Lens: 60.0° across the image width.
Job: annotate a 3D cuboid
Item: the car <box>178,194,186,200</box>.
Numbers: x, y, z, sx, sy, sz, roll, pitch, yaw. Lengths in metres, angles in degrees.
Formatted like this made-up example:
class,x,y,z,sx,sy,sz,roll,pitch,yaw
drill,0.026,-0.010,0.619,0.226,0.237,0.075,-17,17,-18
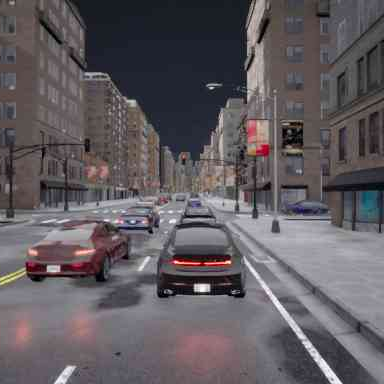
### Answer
class,x,y,z,sx,sy,sz,roll,pitch,yaw
car,-2.542,1.244,85.699,1.882,1.535,5.008,0,0,0

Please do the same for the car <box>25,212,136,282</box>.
class,x,y,z,sx,sy,sz,roll,pitch,yaw
car,-3.026,1.526,9.636,1.812,1.442,4.674,0,0,1

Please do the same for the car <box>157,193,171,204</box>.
class,x,y,z,sx,sy,sz,roll,pitch,yaw
car,-5.996,1.181,64.806,2.150,2.045,5.566,0,0,1

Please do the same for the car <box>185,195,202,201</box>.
class,x,y,z,sx,sy,sz,roll,pitch,yaw
car,0.369,1.504,46.314,1.812,1.442,4.674,0,0,2

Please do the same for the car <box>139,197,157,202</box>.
class,x,y,z,sx,sy,sz,roll,pitch,yaw
car,-6.211,1.581,44.134,1.895,1.301,4.718,0,0,0

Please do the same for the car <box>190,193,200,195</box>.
class,x,y,z,sx,sy,sz,roll,pitch,yaw
car,0.676,1.164,81.534,2.150,2.045,5.566,0,0,0

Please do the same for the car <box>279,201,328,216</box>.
class,x,y,z,sx,sy,sz,roll,pitch,yaw
car,11.117,1.600,33.166,4.674,1.442,1.812,0,-1,0

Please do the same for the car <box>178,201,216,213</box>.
class,x,y,z,sx,sy,sz,roll,pitch,yaw
car,0.291,1.490,17.896,2.128,1.511,4.902,0,0,-1

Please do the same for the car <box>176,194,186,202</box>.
class,x,y,z,sx,sy,sz,roll,pitch,yaw
car,-2.620,1.492,75.696,1.994,1.385,4.181,0,0,0

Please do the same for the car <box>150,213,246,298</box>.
class,x,y,z,sx,sy,sz,roll,pitch,yaw
car,0.205,1.506,8.500,1.837,1.490,4.892,0,0,0

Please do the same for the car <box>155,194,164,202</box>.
class,x,y,z,sx,sy,sz,roll,pitch,yaw
car,-6.124,1.497,54.145,1.812,1.442,4.674,0,0,1

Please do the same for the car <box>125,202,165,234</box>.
class,x,y,z,sx,sy,sz,roll,pitch,yaw
car,-2.958,1.545,19.203,2.033,1.411,5.357,0,0,0
